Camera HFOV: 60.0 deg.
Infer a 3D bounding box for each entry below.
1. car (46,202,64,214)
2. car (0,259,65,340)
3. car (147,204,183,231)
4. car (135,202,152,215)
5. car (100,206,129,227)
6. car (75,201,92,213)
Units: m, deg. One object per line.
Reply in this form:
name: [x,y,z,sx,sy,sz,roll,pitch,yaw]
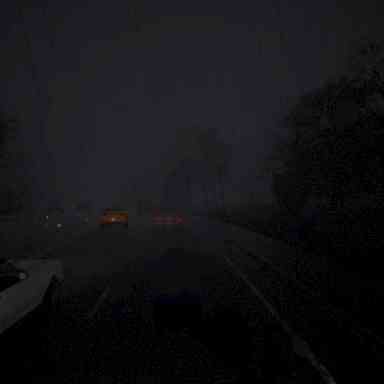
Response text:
car: [-17.639,2.013,42.897,1.812,1.442,4.674,0,0,-18]
car: [-3.603,1.666,5.120,1.895,1.301,4.718,0,-1,-2]
car: [-1.781,1.800,22.499,2.033,1.411,5.357,0,-1,-9]
car: [-5.732,1.947,40.359,2.128,1.511,4.902,0,-1,-16]
car: [-5.865,1.767,25.411,1.882,1.535,5.008,0,-1,-10]
car: [-15.030,2.015,46.140,2.128,1.511,4.902,0,-1,-19]
